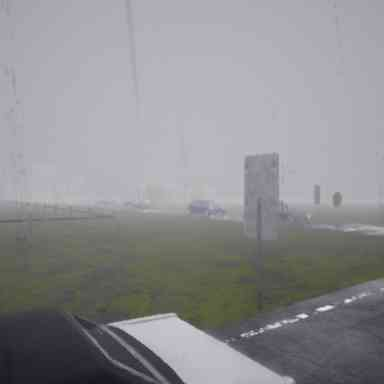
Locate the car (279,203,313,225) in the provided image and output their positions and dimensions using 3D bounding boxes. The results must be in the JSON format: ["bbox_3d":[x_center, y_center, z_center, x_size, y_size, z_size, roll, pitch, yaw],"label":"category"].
[{"bbox_3d":[7.049,1.635,25.969,2.128,1.511,4.902,0,0,-35],"label":"car"}]

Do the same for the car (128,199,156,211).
[{"bbox_3d":[-6.626,1.741,45.465,1.812,1.442,4.674,0,0,-35],"label":"car"}]

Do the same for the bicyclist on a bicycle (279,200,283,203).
[{"bbox_3d":[8.963,1.640,33.633,1.656,1.620,0.582,0,0,-35],"label":"bicyclist on a bicycle"}]

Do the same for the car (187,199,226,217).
[{"bbox_3d":[1.435,1.525,33.964,2.097,1.767,4.553,0,0,-35],"label":"car"}]

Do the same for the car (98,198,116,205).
[{"bbox_3d":[-16.648,1.858,64.833,2.033,1.411,5.357,0,0,-35],"label":"car"}]

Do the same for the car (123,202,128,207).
[{"bbox_3d":[-9.620,1.859,54.827,1.895,1.301,4.718,0,0,-35],"label":"car"}]

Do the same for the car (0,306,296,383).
[{"bbox_3d":[-1.604,1.599,1.887,4.718,1.301,1.895,0,0,-35],"label":"car"}]
